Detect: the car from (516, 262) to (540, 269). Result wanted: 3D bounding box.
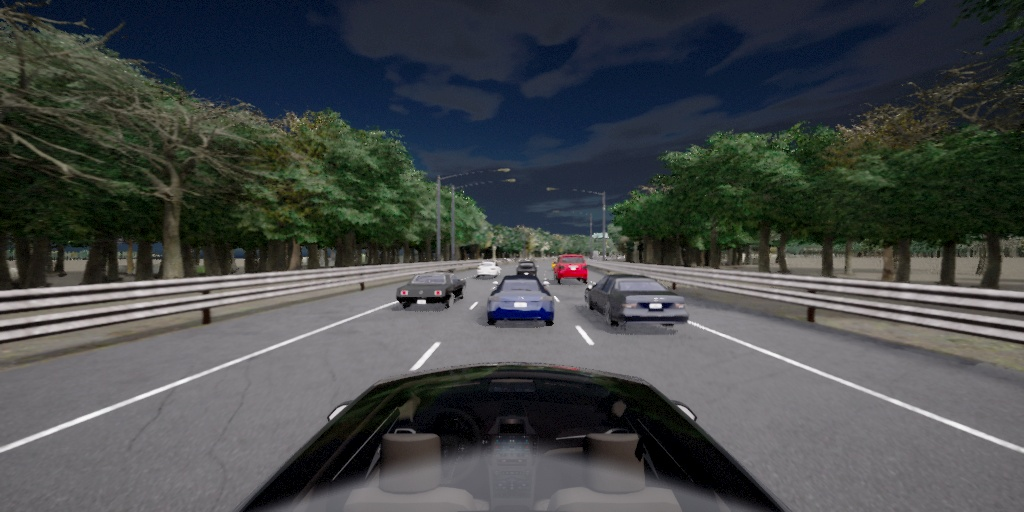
[{"bbox_3d":[1.387,1.247,32.587,1.837,1.490,4.892,0,0,4],"label":"car"}]

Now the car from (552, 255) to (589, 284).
[{"bbox_3d":[4.376,0.959,27.152,2.150,2.045,5.566,0,0,4],"label":"car"}]

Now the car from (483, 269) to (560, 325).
[{"bbox_3d":[0.288,1.312,11.857,1.994,1.385,4.181,0,0,1],"label":"car"}]

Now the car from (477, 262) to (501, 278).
[{"bbox_3d":[-2.086,1.264,33.049,1.812,1.442,4.674,0,0,5],"label":"car"}]

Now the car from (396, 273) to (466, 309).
[{"bbox_3d":[-3.129,1.345,14.948,1.895,1.301,4.718,0,0,2],"label":"car"}]

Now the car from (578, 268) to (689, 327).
[{"bbox_3d":[3.653,1.296,11.481,2.033,1.411,5.357,0,0,1],"label":"car"}]
